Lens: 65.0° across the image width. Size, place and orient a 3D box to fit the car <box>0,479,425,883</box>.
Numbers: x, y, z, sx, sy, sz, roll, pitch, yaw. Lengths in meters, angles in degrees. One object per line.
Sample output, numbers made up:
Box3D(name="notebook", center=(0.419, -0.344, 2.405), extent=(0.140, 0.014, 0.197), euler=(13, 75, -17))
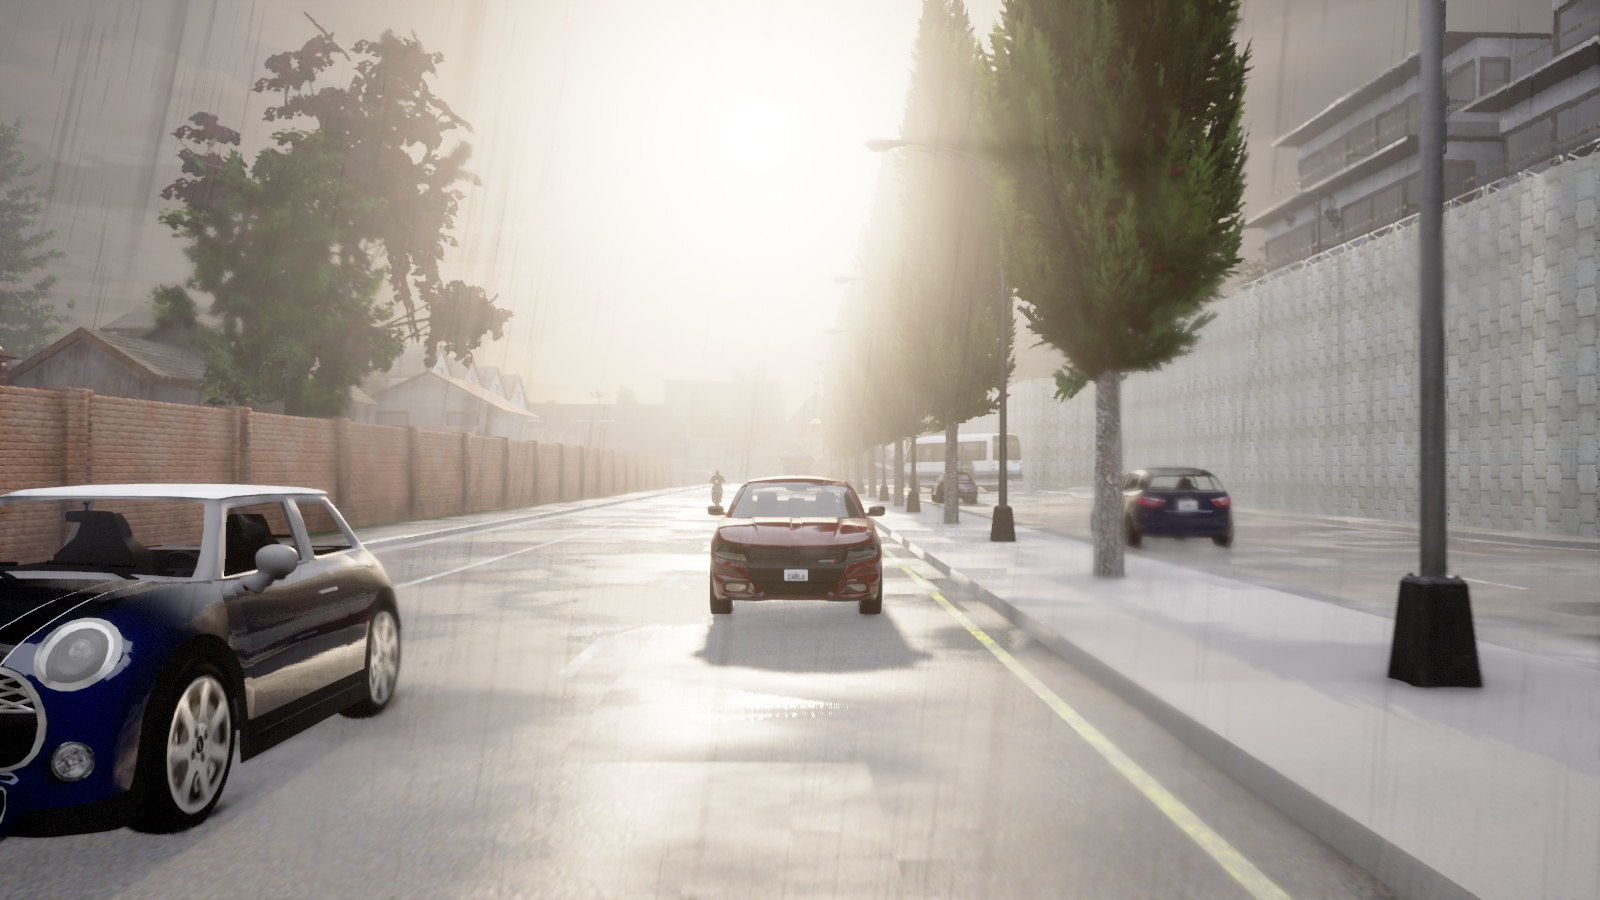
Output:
Box3D(name="car", center=(-3.516, 0.904, 6.581), extent=(1.970, 1.475, 3.806), euler=(0, -1, 0))

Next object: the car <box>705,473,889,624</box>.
Box3D(name="car", center=(-0.037, 1.049, 15.321), extent=(1.882, 1.535, 5.008), euler=(0, -1, 0))

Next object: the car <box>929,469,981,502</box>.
Box3D(name="car", center=(7.845, 1.786, 64.100), extent=(2.033, 1.649, 4.856), euler=(0, -1, 0))

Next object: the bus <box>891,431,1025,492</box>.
Box3D(name="bus", center=(11.627, 0.932, 93.669), extent=(3.944, 4.253, 10.273), euler=(-1, -1, -34))

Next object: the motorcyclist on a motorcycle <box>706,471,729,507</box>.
Box3D(name="motorcyclist on a motorcycle", center=(-3.634, 1.709, 55.338), extent=(0.866, 1.590, 1.817), euler=(0, -1, 0))

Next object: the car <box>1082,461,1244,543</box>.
Box3D(name="car", center=(7.931, 1.095, 27.951), extent=(2.242, 1.667, 4.611), euler=(0, -1, 0))
